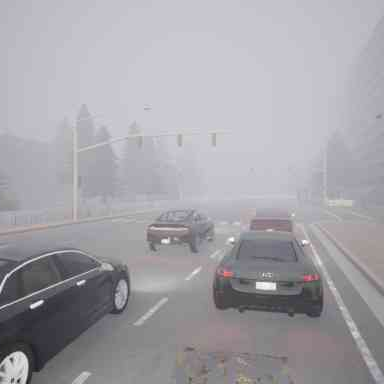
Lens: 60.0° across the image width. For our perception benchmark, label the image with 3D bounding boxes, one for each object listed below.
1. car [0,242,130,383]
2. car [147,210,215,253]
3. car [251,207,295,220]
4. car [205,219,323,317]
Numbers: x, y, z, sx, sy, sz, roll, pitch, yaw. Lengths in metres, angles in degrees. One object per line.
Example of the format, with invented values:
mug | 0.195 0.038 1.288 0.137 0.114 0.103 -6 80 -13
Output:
car | -2.449 1.505 4.864 1.837 1.490 4.892 0 0 10
car | -0.296 1.492 13.836 2.128 1.511 4.902 0 0 15
car | 3.968 1.478 16.263 1.882 1.535 5.008 0 0 17
car | 1.718 1.564 7.599 1.994 1.385 4.181 0 0 13
